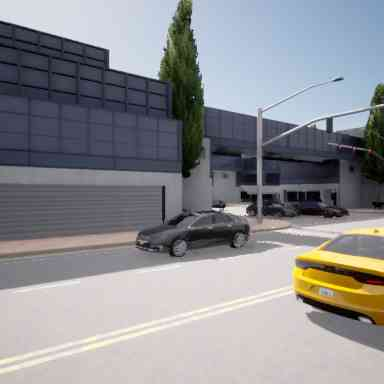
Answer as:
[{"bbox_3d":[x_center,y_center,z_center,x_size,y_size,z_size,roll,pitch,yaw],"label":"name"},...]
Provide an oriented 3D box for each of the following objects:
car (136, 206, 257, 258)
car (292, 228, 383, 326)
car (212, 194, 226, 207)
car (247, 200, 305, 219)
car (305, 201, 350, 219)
[{"bbox_3d":[0.198,1.505,12.917,4.892,1.490,1.837,0,0,-38],"label":"car"},{"bbox_3d":[4.187,1.478,6.829,5.008,1.535,1.882,0,0,-36],"label":"car"},{"bbox_3d":[1.833,1.223,41.611,2.150,2.045,5.566,0,0,-37],"label":"car"},{"bbox_3d":[6.928,1.506,28.982,1.837,1.490,4.892,0,0,-37],"label":"car"},{"bbox_3d":[10.978,1.547,29.419,2.033,1.411,5.357,0,0,-37],"label":"car"}]
